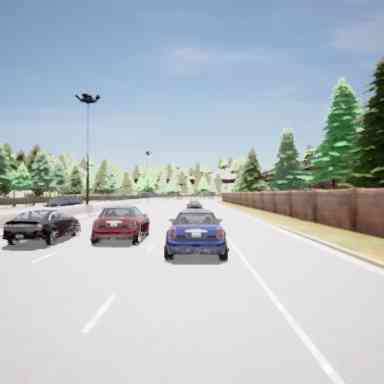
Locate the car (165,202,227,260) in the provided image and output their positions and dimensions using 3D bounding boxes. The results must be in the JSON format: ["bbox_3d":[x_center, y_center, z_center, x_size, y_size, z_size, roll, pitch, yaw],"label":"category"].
[{"bbox_3d":[0.146,1.428,12.939,2.097,1.767,4.553,0,0,0],"label":"car"}]

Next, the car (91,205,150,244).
[{"bbox_3d":[-3.339,1.440,16.369,2.097,1.767,4.553,0,0,0],"label":"car"}]

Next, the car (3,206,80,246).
[{"bbox_3d":[-6.844,1.569,15.678,2.128,1.511,4.902,0,0,0],"label":"car"}]

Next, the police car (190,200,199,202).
[{"bbox_3d":[0.250,1.718,36.557,2.038,1.542,4.974,0,-1,0],"label":"police car"}]

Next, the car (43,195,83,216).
[{"bbox_3d":[-13.835,1.403,36.024,2.150,2.045,5.566,0,-1,0],"label":"car"}]
